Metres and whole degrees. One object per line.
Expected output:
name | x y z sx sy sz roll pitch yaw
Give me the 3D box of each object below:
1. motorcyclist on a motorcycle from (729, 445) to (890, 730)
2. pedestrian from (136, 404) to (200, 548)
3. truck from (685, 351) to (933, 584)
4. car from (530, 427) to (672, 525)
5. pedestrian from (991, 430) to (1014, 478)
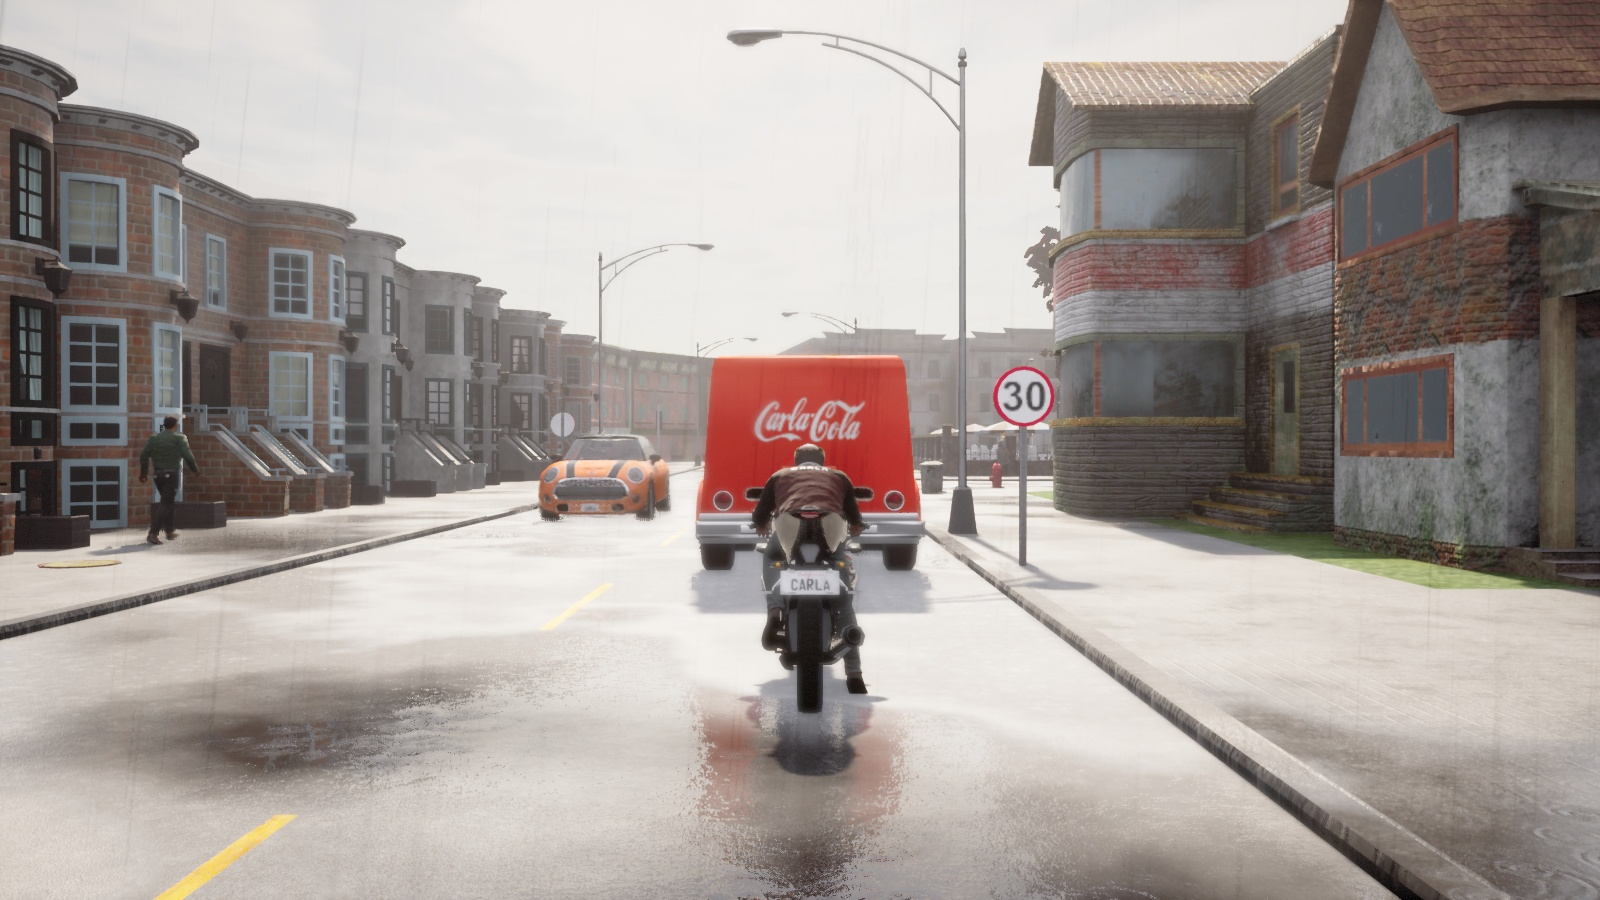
motorcyclist on a motorcycle | 0.059 0.737 7.850 0.866 1.530 2.191 0 0 0
pedestrian | -8.782 0.350 17.466 0.423 1.949 0.788 0 0 7
truck | 0.105 0.170 15.910 2.627 2.467 5.204 0 0 0
car | -3.846 0.460 25.110 2.097 1.767 4.553 0 0 0
pedestrian | 8.404 0.169 52.036 0.873 1.952 0.659 0 0 2
